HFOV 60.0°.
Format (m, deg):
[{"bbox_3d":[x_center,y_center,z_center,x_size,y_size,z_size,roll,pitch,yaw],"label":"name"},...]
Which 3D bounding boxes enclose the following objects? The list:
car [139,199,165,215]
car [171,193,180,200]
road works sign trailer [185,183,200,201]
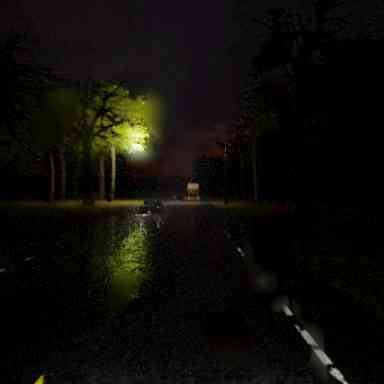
[{"bbox_3d":[-3.586,1.354,30.028,1.895,1.301,4.718,0,0,0],"label":"car"},{"bbox_3d":[-3.470,0.993,71.223,2.128,1.511,4.902,0,0,0],"label":"car"},{"bbox_3d":[0.224,-0.028,66.678,2.380,3.560,2.880,0,0,-8],"label":"road works sign trailer"}]
